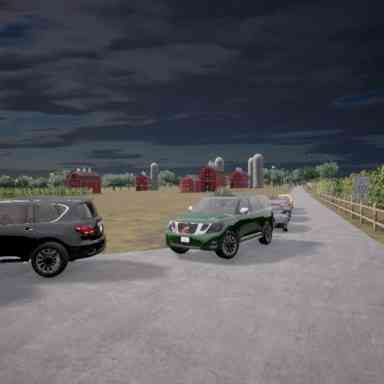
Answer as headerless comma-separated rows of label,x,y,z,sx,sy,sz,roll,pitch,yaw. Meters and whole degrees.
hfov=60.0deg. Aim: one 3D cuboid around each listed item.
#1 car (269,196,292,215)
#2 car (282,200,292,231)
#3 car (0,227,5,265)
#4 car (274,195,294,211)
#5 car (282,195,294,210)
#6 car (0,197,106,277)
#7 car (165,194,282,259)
car,8.260,1.181,30.720,1.837,1.490,4.892,0,0,18
car,4.460,1.369,18.949,1.994,1.385,4.181,0,0,18
car,-6.570,1.616,6.717,4.674,1.442,1.812,-2,2,-32
car,10.086,1.089,36.419,1.882,1.535,5.008,0,1,18
car,6.323,1.221,24.679,1.882,1.535,5.008,0,1,18
car,-5.340,1.222,9.572,5.566,2.045,2.150,-1,1,-4
car,1.329,1.100,12.631,2.150,2.045,5.566,0,0,34
